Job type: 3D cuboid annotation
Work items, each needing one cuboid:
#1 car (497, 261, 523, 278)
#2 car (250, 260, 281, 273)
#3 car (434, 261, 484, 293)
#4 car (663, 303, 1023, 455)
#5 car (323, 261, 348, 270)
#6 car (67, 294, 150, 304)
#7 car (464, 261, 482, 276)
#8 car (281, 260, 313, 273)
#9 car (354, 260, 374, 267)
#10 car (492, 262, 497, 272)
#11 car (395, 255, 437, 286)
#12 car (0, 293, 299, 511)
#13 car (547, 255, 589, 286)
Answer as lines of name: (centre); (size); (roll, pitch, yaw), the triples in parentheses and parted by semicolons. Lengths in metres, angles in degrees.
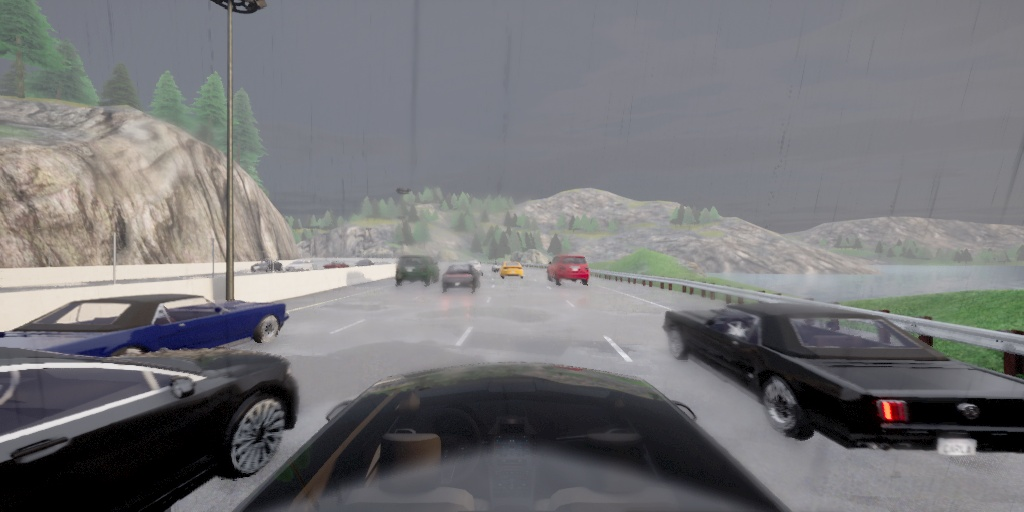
car: (-0.129, 1.227, 33.398); (1.882, 1.535, 5.008); (0, 0, -5)
car: (-29.828, 1.242, 43.703); (2.128, 1.511, 4.902); (0, 0, -9)
car: (-2.875, 1.241, 20.936); (2.128, 1.511, 4.902); (0, 0, -2)
car: (3.943, 1.351, 5.293); (1.895, 1.301, 4.718); (0, 0, 3)
car: (-23.372, 1.350, 47.547); (1.895, 1.301, 4.718); (0, 0, -10)
car: (-6.514, 1.351, 6.696); (1.895, 1.301, 4.718); (0, 0, 3)
car: (-4.102, 1.275, 37.877); (1.812, 1.442, 4.674); (0, 0, -6)
car: (-26.436, 1.274, 44.656); (1.812, 1.442, 4.674); (0, 0, -9)
car: (-19.986, 1.255, 48.480); (1.837, 1.490, 4.892); (0, 0, -10)
car: (-1.469, 1.350, 44.592); (1.895, 1.301, 4.718); (0, 0, -8)
car: (-6.533, 0.973, 25.154); (2.150, 2.045, 5.566); (0, 0, -3)
car: (-3.321, 1.241, 1.890); (2.128, 1.511, 4.902); (0, 0, 4)
car: (3.955, 0.971, 25.841); (2.150, 2.045, 5.566); (0, 0, -3)
